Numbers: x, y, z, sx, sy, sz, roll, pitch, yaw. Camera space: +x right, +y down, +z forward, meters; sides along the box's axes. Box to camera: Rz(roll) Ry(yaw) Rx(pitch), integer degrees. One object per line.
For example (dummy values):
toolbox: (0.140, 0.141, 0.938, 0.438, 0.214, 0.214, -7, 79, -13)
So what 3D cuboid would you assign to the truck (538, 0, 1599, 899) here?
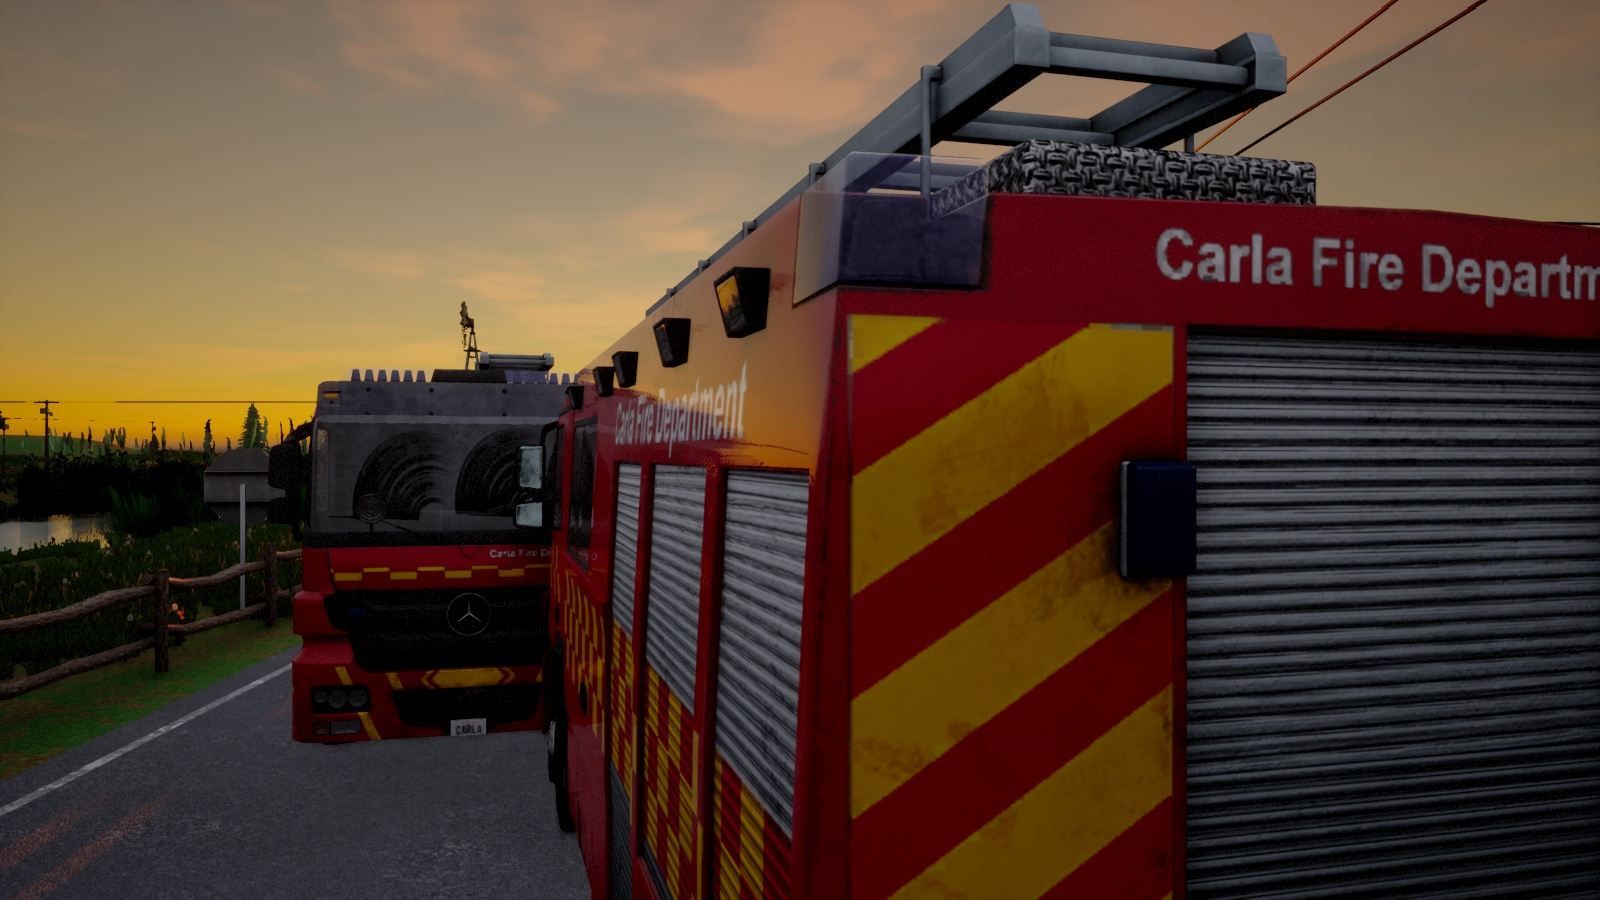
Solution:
truck: (0.130, 0.867, 6.872, 2.891, 3.827, 8.468, 0, 0, -16)

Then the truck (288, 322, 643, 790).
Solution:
truck: (-3.935, 0.862, 13.802, 2.891, 3.827, 8.468, 0, 0, -16)

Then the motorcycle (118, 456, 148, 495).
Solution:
motorcycle: (-41.452, 1.577, 71.056, 0.803, 2.348, 2.033, 0, 0, -4)
